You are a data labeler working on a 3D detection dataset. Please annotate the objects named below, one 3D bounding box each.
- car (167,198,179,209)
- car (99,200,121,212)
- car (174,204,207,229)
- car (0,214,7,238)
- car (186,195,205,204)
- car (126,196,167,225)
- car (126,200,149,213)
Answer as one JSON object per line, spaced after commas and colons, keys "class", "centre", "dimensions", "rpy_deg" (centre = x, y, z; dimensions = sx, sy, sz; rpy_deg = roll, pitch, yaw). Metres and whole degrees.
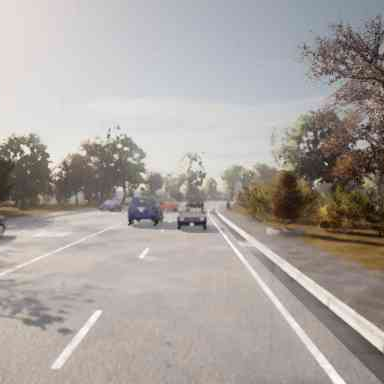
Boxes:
{"class": "car", "centre": [-2.931, 1.594, 43.874], "dimensions": [2.097, 1.767, 4.553], "rpy_deg": [0, 0, 3]}
{"class": "car", "centre": [-10.228, 1.755, 42.030], "dimensions": [1.812, 1.442, 4.674], "rpy_deg": [0, -1, 3]}
{"class": "car", "centre": [0.014, 1.695, 22.426], "dimensions": [1.895, 1.301, 4.718], "rpy_deg": [0, 0, 0]}
{"class": "car", "centre": [-10.535, 1.563, 15.388], "dimensions": [1.837, 1.490, 4.892], "rpy_deg": [0, 0, 0]}
{"class": "car", "centre": [0.483, 1.455, 42.664], "dimensions": [2.150, 2.045, 5.566], "rpy_deg": [0, 0, 3]}
{"class": "car", "centre": [-3.436, 1.339, 25.245], "dimensions": [2.150, 2.045, 5.566], "rpy_deg": [0, 0, 0]}
{"class": "car", "centre": [-6.748, 1.752, 41.558], "dimensions": [1.812, 1.442, 4.674], "rpy_deg": [0, -1, 3]}
